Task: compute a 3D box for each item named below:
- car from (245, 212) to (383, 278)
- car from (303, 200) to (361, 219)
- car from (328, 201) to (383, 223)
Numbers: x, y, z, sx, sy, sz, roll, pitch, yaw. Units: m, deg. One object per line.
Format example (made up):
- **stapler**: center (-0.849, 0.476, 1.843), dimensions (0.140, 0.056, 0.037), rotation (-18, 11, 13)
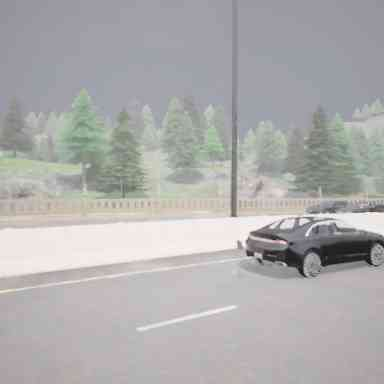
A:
- **car**: center (3.867, 1.486, 10.050), dimensions (4.902, 1.511, 2.128), rotation (0, 0, -30)
- **car**: center (12.488, 1.499, 29.684), dimensions (4.892, 1.490, 1.837), rotation (0, 0, -20)
- **car**: center (13.472, 1.498, 26.327), dimensions (4.902, 1.511, 2.128), rotation (0, 0, -21)
